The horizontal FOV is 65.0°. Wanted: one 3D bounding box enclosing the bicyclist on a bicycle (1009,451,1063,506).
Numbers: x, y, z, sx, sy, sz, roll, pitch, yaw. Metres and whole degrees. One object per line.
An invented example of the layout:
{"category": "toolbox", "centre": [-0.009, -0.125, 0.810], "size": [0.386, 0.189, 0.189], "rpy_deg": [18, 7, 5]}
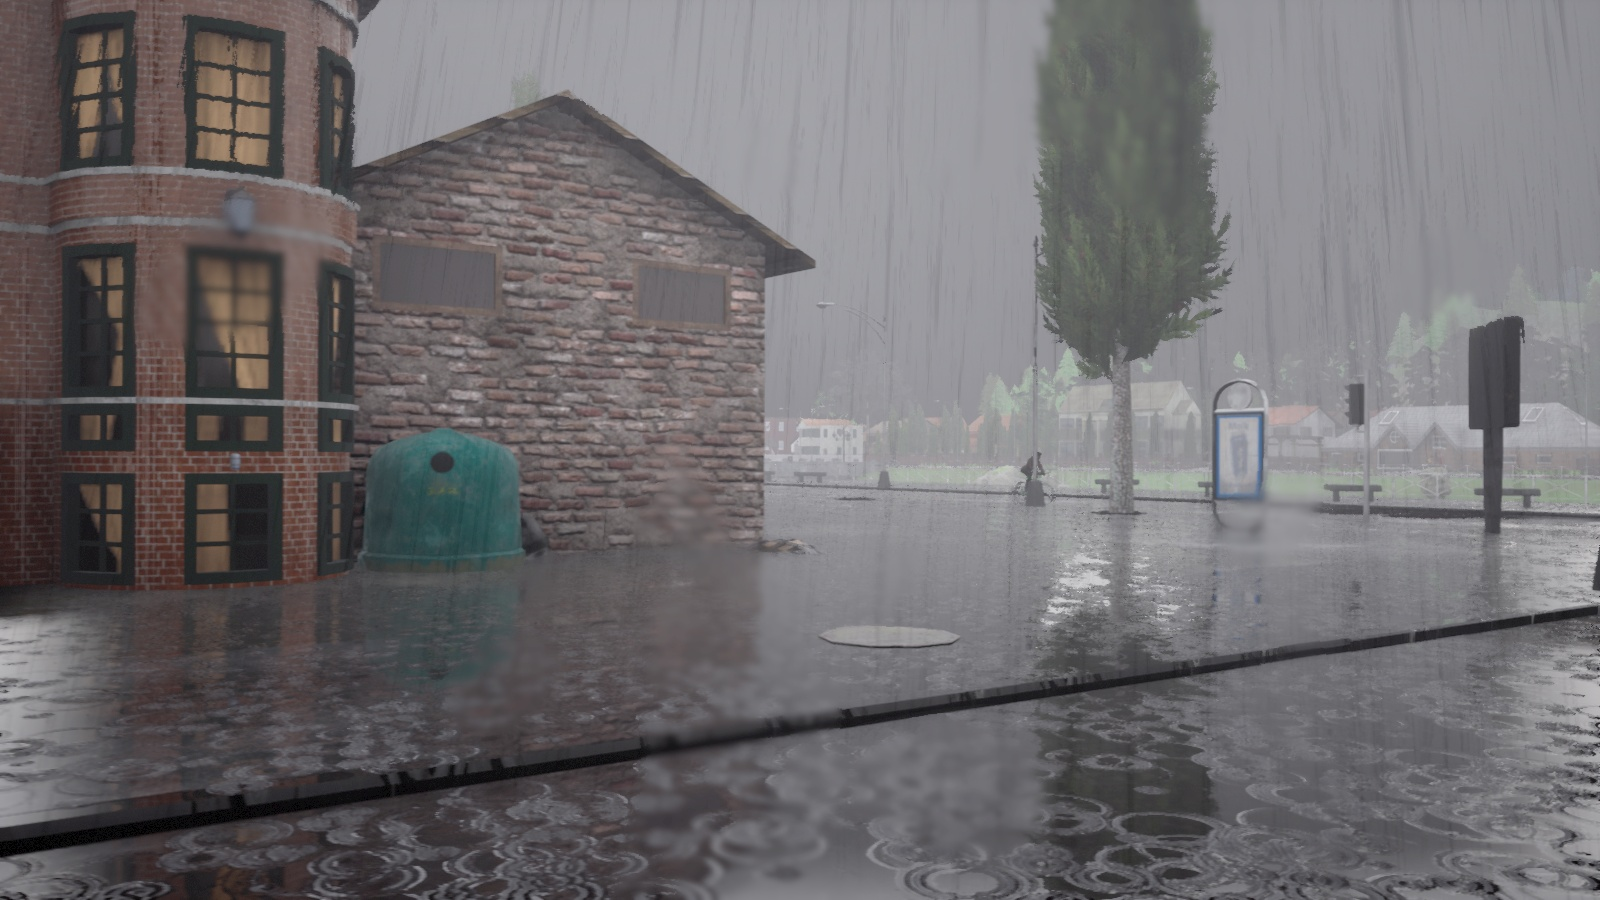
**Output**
{"category": "bicyclist on a bicycle", "centre": [7.120, 0.836, 37.941], "size": [0.582, 1.620, 1.656], "rpy_deg": [0, 0, -35]}
